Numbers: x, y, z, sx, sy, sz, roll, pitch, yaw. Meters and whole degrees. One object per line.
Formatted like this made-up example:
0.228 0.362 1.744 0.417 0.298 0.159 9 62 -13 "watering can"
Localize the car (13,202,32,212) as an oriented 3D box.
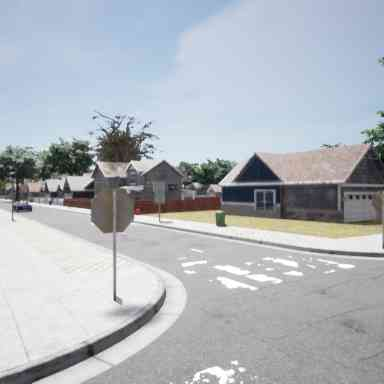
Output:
-22.410 1.944 43.962 1.895 1.301 4.718 0 0 -34 "car"
